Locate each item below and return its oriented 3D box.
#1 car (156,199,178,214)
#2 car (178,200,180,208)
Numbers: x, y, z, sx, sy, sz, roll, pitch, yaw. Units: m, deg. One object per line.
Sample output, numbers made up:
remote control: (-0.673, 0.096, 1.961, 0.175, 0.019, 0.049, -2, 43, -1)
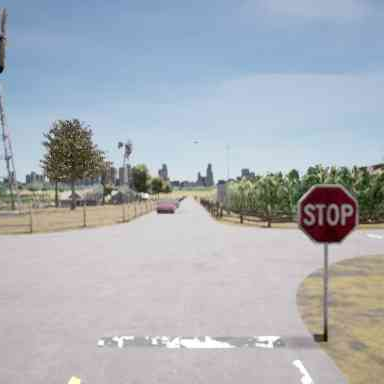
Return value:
car: (-2.830, 1.640, 36.836, 1.882, 1.535, 5.008, 0, 0, 0)
car: (-2.868, 1.859, 55.025, 2.033, 1.411, 5.357, 0, -1, 0)
